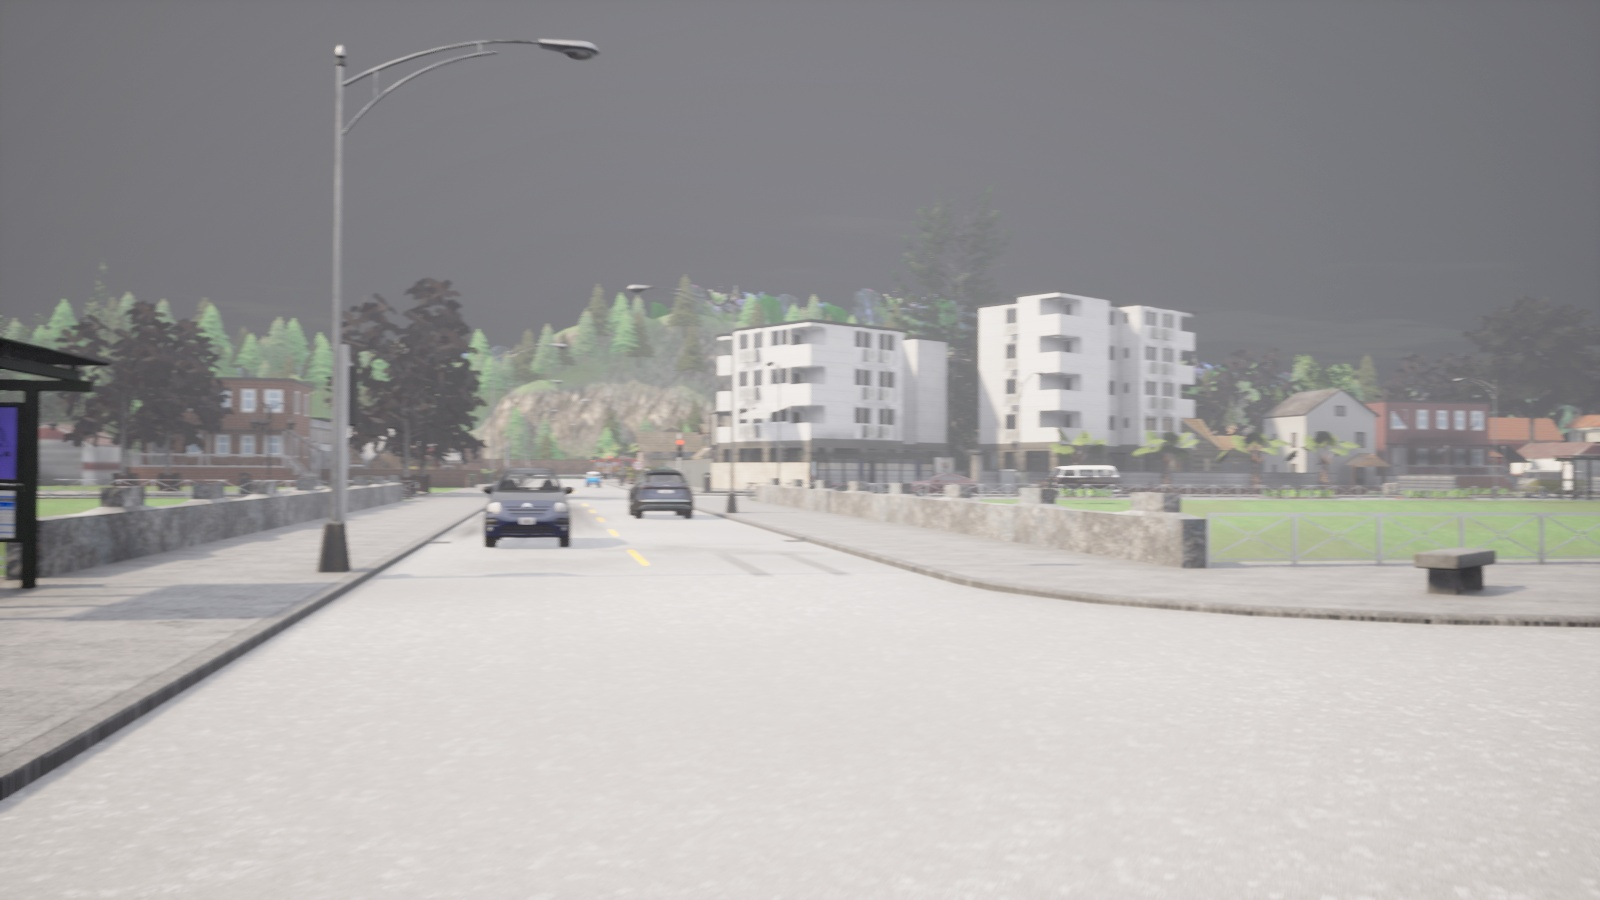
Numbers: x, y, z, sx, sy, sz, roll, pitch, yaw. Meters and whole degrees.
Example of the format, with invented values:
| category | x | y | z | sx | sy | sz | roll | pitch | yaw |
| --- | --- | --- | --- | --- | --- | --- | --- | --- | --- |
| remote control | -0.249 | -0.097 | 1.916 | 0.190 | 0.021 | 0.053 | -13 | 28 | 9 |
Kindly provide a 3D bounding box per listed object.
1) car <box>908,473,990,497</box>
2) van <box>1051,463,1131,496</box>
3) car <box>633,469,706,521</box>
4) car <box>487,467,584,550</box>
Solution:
| category | x | y | z | sx | sy | sz | roll | pitch | yaw |
| --- | --- | --- | --- | --- | --- | --- | --- | --- | --- |
| car | 9.224 | 2.139 | 77.913 | 4.674 | 1.442 | 1.812 | 0 | -1 | -11 |
| van | 18.415 | 1.852 | 79.675 | 4.480 | 2.038 | 2.069 | 0 | -1 | -11 |
| car | -4.428 | 1.459 | 41.980 | 2.033 | 1.649 | 4.856 | 0 | -1 | -11 |
| car | -5.530 | 1.168 | 26.477 | 1.851 | 1.617 | 3.988 | 0 | -1 | -11 |
